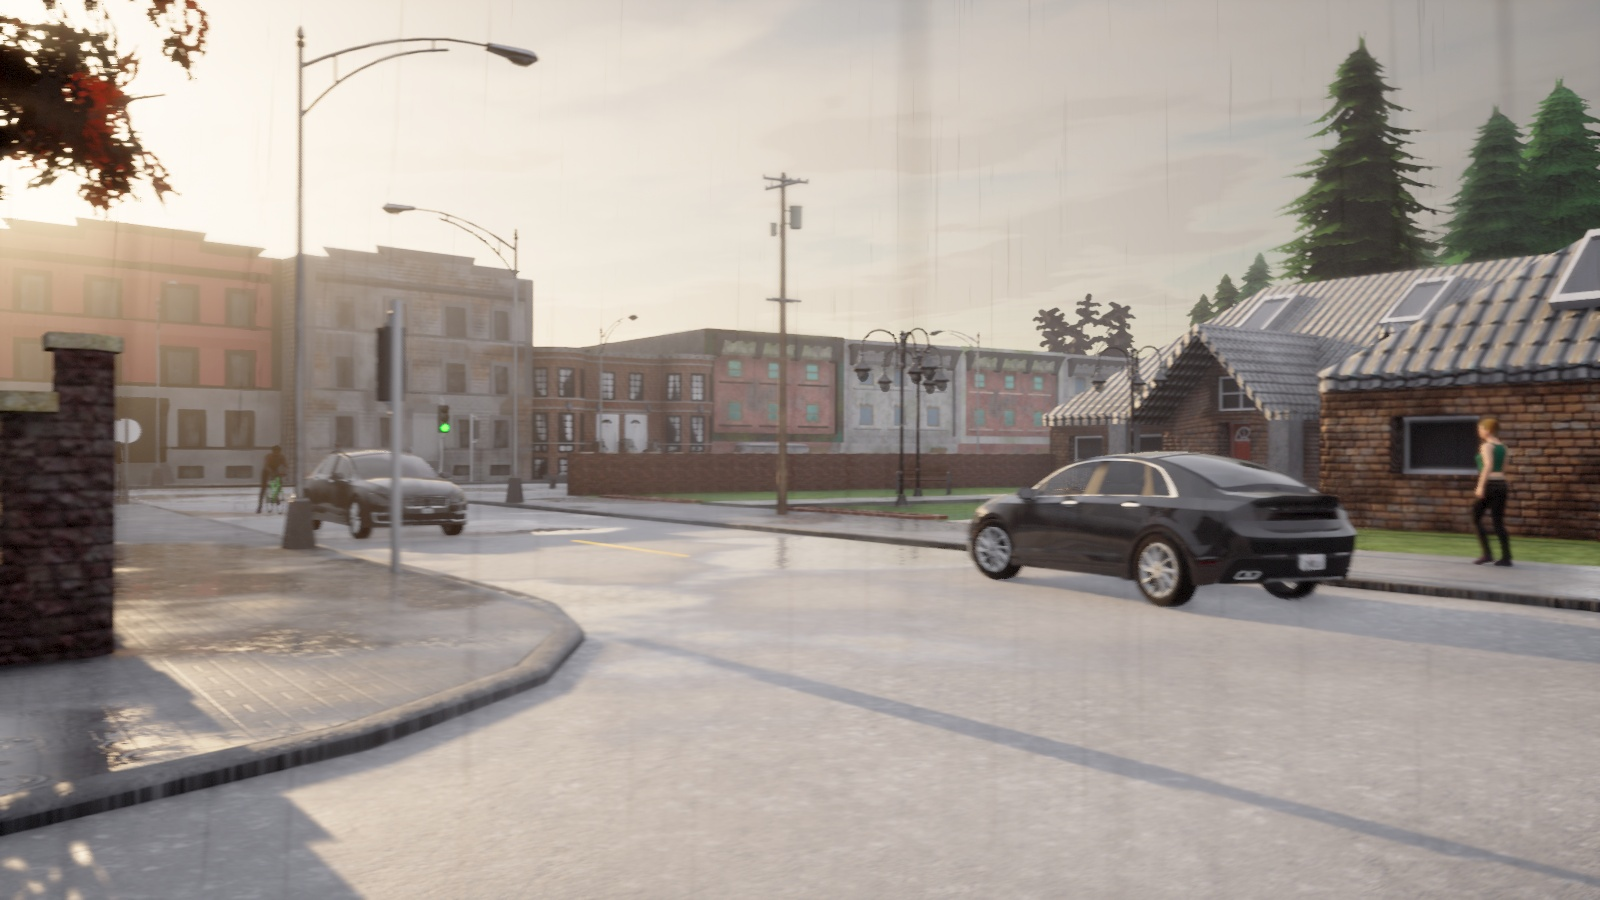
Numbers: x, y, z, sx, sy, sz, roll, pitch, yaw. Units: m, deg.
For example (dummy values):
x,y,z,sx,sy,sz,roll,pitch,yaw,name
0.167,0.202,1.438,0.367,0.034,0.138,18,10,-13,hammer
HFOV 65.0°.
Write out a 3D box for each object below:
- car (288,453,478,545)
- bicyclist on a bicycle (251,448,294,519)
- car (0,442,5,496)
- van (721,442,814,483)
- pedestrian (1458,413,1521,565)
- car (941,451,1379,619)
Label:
x,y,z,sx,sy,sz,roll,pitch,yaw,name
-7.727,0.802,22.942,1.837,1.490,4.892,0,0,-37,car
-12.495,0.769,29.733,0.582,1.620,1.656,0,0,-36,bicyclist on a bicycle
-29.873,0.664,43.471,3.866,1.878,1.905,0,0,-29,car
-1.627,0.612,63.527,4.442,1.987,1.775,0,0,-35,van
8.514,0.467,15.514,0.345,1.836,0.594,0,0,-21,pedestrian
3.621,0.768,13.742,1.837,1.490,4.892,0,0,-25,car
